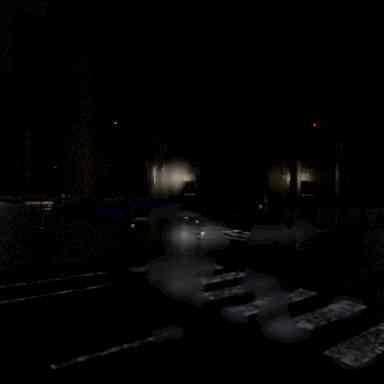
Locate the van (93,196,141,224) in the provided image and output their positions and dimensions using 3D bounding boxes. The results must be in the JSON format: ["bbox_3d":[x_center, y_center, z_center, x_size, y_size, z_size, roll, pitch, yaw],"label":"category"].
[{"bbox_3d":[-5.608,1.372,24.520,1.690,1.788,3.998,1,0,-36],"label":"van"}]

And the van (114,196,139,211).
[{"bbox_3d":[-8.574,1.439,43.336,1.690,1.788,3.998,1,0,-36],"label":"van"}]

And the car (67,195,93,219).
[{"bbox_3d":[-8.908,1.342,29.140,2.192,1.841,5.009,1,0,-36],"label":"car"}]

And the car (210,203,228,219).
[{"bbox_3d":[1.326,1.658,29.476,2.008,1.369,4.403,1,0,-36],"label":"car"}]

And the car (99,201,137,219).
[{"bbox_3d":[-7.012,1.577,31.062,1.812,1.442,4.674,1,0,-35],"label":"car"}]

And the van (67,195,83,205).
[{"bbox_3d":[-21.776,1.439,61.815,1.690,1.788,3.998,1,0,-36],"label":"van"}]

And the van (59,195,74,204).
[{"bbox_3d":[-25.077,1.440,66.434,1.690,1.788,3.998,1,0,-36],"label":"van"}]

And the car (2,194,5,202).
[{"bbox_3d":[-38.515,1.549,70.576,1.752,1.417,4.829,1,0,-36],"label":"car"}]

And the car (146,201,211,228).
[{"bbox_3d":[-1.043,1.583,22.723,1.812,1.442,4.674,1,0,-36],"label":"car"}]

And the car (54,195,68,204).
[{"bbox_3d":[-22.631,1.621,58.256,2.033,1.411,5.357,1,0,-36],"label":"car"}]

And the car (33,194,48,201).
[{"bbox_3d":[-38.278,1.416,84.913,2.192,1.841,5.009,1,0,-36],"label":"car"}]

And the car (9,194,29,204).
[{"bbox_3d":[-32.013,1.573,61.476,2.008,1.369,4.403,1,0,-36],"label":"car"}]

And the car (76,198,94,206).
[{"bbox_3d":[-18.478,1.680,57.194,1.802,1.307,4.206,1,0,-36],"label":"car"}]

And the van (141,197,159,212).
[{"bbox_3d":[-5.274,1.442,38.717,1.690,1.788,3.998,1,0,-36],"label":"van"}]

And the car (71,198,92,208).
[{"bbox_3d":[-16.632,1.599,49.947,1.812,1.442,4.674,1,0,-35],"label":"car"}]

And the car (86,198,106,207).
[{"bbox_3d":[-15.177,1.679,52.574,1.802,1.307,4.206,1,0,-36],"label":"car"}]

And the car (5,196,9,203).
[{"bbox_3d":[-35.313,1.463,66.096,1.967,1.590,4.097,1,0,-36],"label":"car"}]

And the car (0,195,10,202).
[{"bbox_3d":[-45.115,1.550,79.815,1.752,1.417,4.829,1,0,-36],"label":"car"}]

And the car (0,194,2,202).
[{"bbox_3d":[-41.915,1.590,75.334,1.947,1.339,4.313,1,0,-36],"label":"car"}]

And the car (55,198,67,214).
[{"bbox_3d":[-12.211,1.606,33.759,1.802,1.307,4.206,1,0,-36],"label":"car"}]

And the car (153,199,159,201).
[{"bbox_3d":[-1.975,1.686,34.096,1.802,1.307,4.206,1,0,-36],"label":"car"}]
